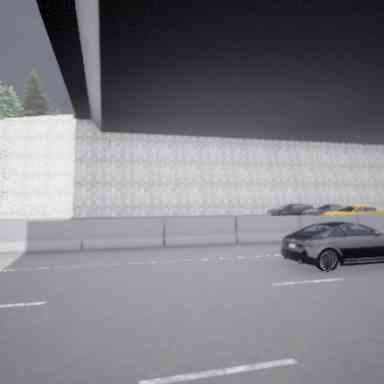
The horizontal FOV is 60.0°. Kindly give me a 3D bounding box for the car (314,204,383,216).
[{"bbox_3d":[11.664,1.650,23.792,5.008,1.535,1.882,0,0,-15],"label":"car"}]

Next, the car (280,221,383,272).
[{"bbox_3d":[5.033,1.644,10.853,4.181,1.385,1.994,0,0,-15],"label":"car"}]

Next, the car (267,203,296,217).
[{"bbox_3d":[9.141,1.746,30.343,4.674,1.442,1.812,0,0,-16],"label":"car"}]

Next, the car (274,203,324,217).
[{"bbox_3d":[11.091,1.851,34.528,4.718,1.301,1.895,0,0,-16],"label":"car"}]

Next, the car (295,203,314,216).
[{"bbox_3d":[11.231,1.724,27.290,4.674,1.442,1.812,0,0,-16],"label":"car"}]
